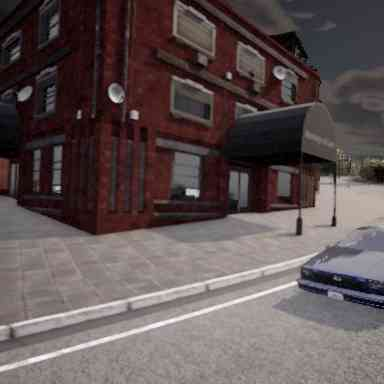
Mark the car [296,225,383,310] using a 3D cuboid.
[{"bbox_3d":[4.691,1.534,7.976,5.357,1.411,2.033,0,0,-41],"label":"car"}]
